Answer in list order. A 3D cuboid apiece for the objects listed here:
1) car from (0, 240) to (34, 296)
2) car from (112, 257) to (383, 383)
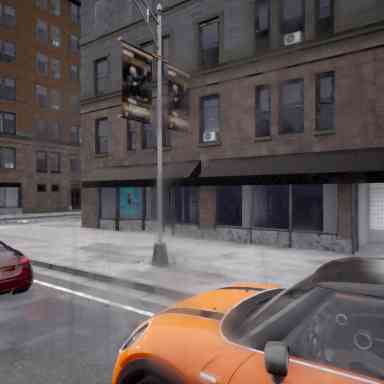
[{"bbox_3d":[-5.482,1.564,7.582,4.181,1.385,1.994,0,0,36],"label":"car"},{"bbox_3d":[1.457,1.352,2.647,4.553,1.767,2.097,0,0,36],"label":"car"}]
